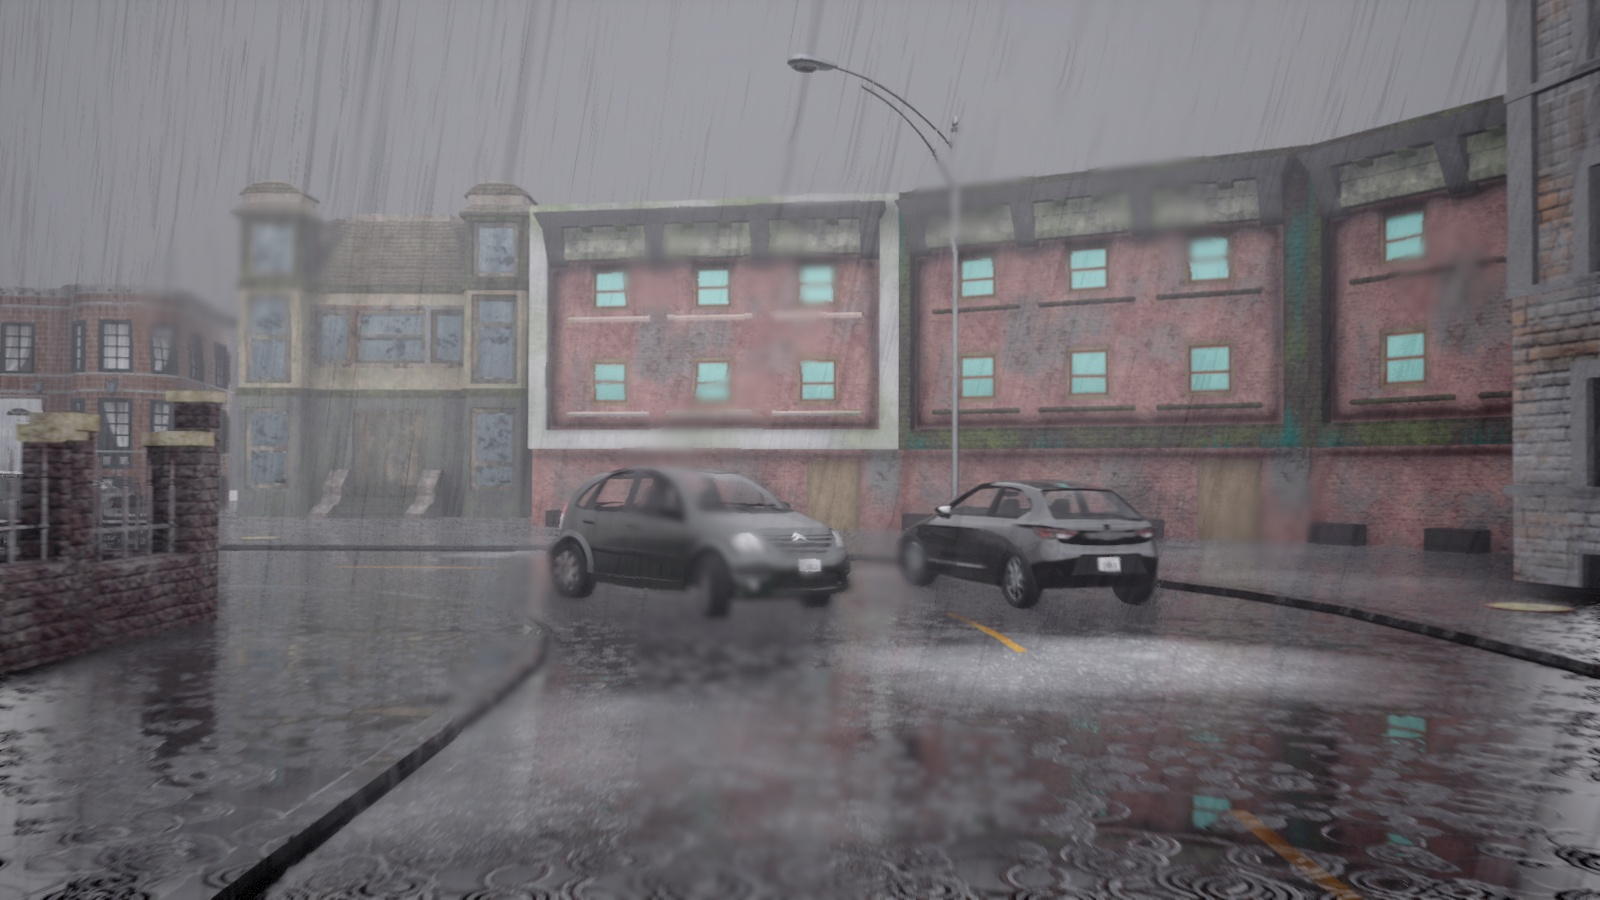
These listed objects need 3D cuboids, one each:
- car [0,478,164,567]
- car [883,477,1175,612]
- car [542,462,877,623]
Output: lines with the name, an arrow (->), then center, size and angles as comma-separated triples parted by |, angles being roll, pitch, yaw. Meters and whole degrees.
car -> -14.089, 1.245, 22.068 | 4.892, 1.490, 1.837 | 0, -1, 0
car -> 2.747, 1.089, 16.141 | 1.816, 1.474, 4.193 | 0, -1, -20
car -> -1.170, 0.965, 14.705 | 1.851, 1.617, 3.988 | 1, -1, -42
